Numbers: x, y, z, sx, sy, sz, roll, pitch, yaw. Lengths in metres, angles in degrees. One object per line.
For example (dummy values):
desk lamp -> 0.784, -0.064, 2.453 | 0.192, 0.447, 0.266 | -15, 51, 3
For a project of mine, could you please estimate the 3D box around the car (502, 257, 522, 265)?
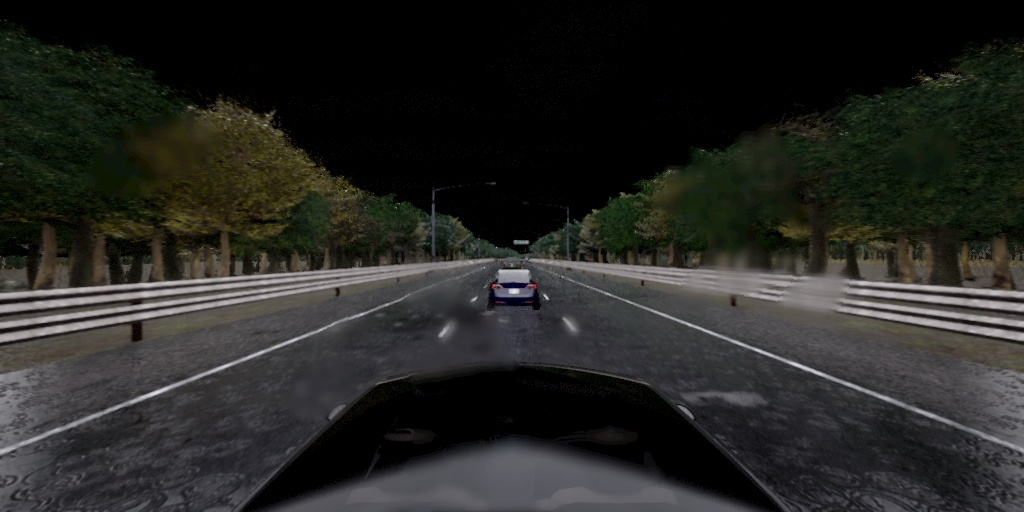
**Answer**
car -> 0.003, 1.148, 41.753 | 2.150, 2.045, 5.566 | 0, 0, 0

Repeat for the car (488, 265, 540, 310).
car -> 0.075, 1.312, 15.169 | 2.163, 1.488, 4.792 | 0, 0, 0
